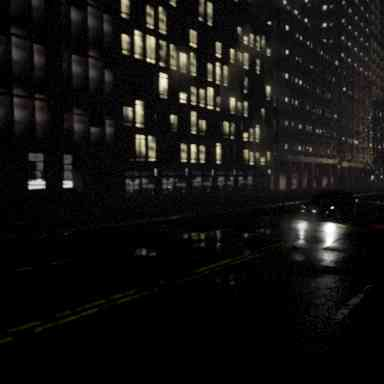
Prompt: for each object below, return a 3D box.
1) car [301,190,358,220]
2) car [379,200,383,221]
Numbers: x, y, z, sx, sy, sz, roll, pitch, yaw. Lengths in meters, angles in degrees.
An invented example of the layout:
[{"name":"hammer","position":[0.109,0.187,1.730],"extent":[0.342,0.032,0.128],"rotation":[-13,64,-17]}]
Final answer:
[{"name":"car","position":[7.918,0.669,18.927],"extent":[1.837,1.490,4.892],"rotation":[2,3,42]},{"name":"car","position":[11.495,0.705,17.746],"extent":[1.882,1.535,5.008],"rotation":[2,3,42]}]
